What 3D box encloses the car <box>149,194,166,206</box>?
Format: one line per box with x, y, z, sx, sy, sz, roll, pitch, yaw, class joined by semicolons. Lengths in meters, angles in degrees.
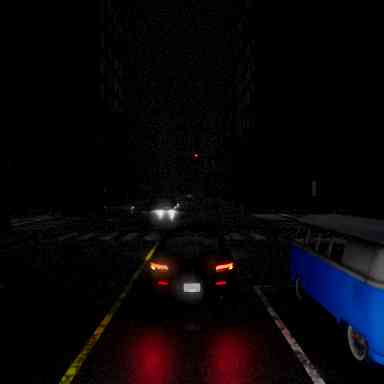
-6.020;1.300;55.622;2.192;1.841;5.009;0;0;-1;car

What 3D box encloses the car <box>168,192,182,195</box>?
-3.516;1.331;64.685;2.097;1.767;4.553;0;0;0;car

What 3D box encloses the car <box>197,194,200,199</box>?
2.431;1.547;61.263;1.947;1.339;4.313;0;0;-1;car

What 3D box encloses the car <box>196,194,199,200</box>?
2.356;1.521;66.789;1.887;1.381;4.507;0;0;-1;car

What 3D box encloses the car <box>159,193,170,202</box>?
-6.319;1.281;77.724;2.192;1.841;5.009;0;0;-1;car

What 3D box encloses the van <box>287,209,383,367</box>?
2.855;1.341;5.497;1.690;1.788;3.998;0;0;0;van

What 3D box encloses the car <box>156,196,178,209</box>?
-3.299;1.592;44.706;1.895;1.301;4.718;0;0;-1;car

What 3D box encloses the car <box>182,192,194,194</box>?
-0.737;1.077;84.243;2.150;2.045;5.566;0;0;-1;car

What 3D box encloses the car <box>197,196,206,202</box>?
2.206;1.547;77.839;1.802;1.307;4.206;0;0;-1;car

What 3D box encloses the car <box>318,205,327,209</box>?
14.423;1.583;32.131;4.718;1.301;1.895;0;0;2;car

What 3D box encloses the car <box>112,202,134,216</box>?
-8.009;1.583;31.871;4.718;1.301;1.895;0;0;-1;car

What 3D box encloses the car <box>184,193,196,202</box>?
-0.603;1.562;74.243;1.895;1.301;4.718;0;0;-1;car

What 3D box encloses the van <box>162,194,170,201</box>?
-6.391;1.300;83.248;1.690;1.788;3.998;0;0;-1;van

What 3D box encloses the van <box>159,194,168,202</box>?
-6.244;1.313;72.198;1.690;1.788;3.998;0;0;-1;van

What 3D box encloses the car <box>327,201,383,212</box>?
14.608;1.517;28.880;4.674;1.442;1.812;0;0;-3;car

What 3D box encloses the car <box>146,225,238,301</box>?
0.001;1.525;8.175;1.812;1.442;4.674;0;0;0;car

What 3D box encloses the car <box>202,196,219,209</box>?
2.653;1.516;44.857;1.752;1.417;4.829;0;0;-1;car

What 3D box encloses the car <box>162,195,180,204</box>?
-3.425;1.550;54.662;1.994;1.385;4.181;0;0;-1;car

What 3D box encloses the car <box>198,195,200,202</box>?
2.506;1.536;55.737;2.008;1.369;4.403;0;0;-1;car

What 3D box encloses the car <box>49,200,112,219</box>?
-9.725;1.491;28.602;4.892;1.490;1.837;0;0;-1;car

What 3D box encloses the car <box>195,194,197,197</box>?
2.281;1.522;72.314;2.008;1.369;4.403;0;0;-1;car

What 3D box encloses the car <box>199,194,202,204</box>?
2.580;1.428;50.212;1.967;1.590;4.097;0;0;-1;car
